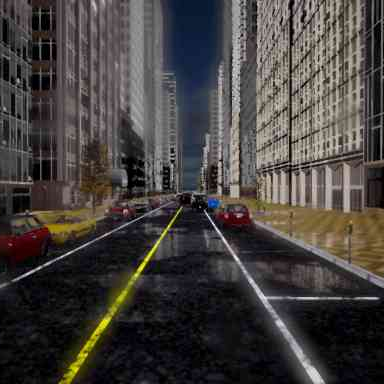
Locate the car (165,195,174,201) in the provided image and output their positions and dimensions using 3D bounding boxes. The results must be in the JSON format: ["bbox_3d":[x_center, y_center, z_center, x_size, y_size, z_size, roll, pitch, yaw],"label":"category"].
[{"bbox_3d":[-5.697,1.536,83.496,2.008,1.369,4.403,-1,0,0],"label":"car"}]

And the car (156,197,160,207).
[{"bbox_3d":[-5.697,1.558,43.711,1.947,1.339,4.313,-1,0,0],"label":"car"}]

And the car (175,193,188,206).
[{"bbox_3d":[-0.135,1.185,55.445,2.150,2.045,5.566,-2,-1,24],"label":"car"}]

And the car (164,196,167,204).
[{"bbox_3d":[-5.698,1.541,55.078,2.008,1.369,4.403,-1,0,0],"label":"car"}]

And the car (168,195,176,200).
[{"bbox_3d":[-5.697,1.565,94.863,1.802,1.307,4.206,-1,0,0],"label":"car"}]

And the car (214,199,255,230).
[{"bbox_3d":[2.682,1.436,20.977,1.967,1.590,4.097,-1,0,0],"label":"car"}]

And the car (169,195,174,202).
[{"bbox_3d":[-5.698,1.538,72.129,2.008,1.369,4.403,-1,0,0],"label":"car"}]

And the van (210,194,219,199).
[{"bbox_3d":[2.681,1.333,43.711,1.690,1.788,3.998,-1,0,0],"label":"van"}]

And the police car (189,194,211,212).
[{"bbox_3d":[0.900,1.418,39.167,1.930,1.638,5.238,0,0,0],"label":"police car"}]

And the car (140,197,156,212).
[{"bbox_3d":[-5.698,1.544,38.027,2.008,1.369,4.403,-1,0,0],"label":"car"}]

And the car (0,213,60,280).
[{"bbox_3d":[-5.699,1.437,9.609,1.967,1.590,4.097,-1,0,0],"label":"car"}]

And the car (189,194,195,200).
[{"bbox_3d":[0.000,1.398,90.067,1.812,1.442,4.674,0,0,0],"label":"car"}]

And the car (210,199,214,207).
[{"bbox_3d":[2.683,1.520,26.830,1.752,1.417,4.829,-1,0,0],"label":"car"}]

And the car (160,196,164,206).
[{"bbox_3d":[-5.697,1.536,49.395,1.887,1.381,4.507,-1,0,0],"label":"car"}]

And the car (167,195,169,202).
[{"bbox_3d":[-5.697,1.571,60.762,1.802,1.307,4.206,-1,0,0],"label":"car"}]

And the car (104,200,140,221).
[{"bbox_3d":[-5.699,1.435,26.660,1.967,1.590,4.097,-1,0,0],"label":"car"}]

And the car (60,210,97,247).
[{"bbox_3d":[-5.698,1.522,15.123,1.752,1.417,4.829,-1,0,0],"label":"car"}]

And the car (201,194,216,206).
[{"bbox_3d":[2.681,1.305,55.078,2.192,1.841,5.009,-1,0,0],"label":"car"}]

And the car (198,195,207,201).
[{"bbox_3d":[2.683,1.536,83.496,2.008,1.369,4.403,-1,0,0],"label":"car"}]

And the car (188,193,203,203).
[{"bbox_3d":[0.901,1.195,49.088,2.150,2.045,5.566,0,0,0],"label":"car"}]

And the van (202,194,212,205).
[{"bbox_3d":[2.681,1.331,60.762,1.690,1.788,3.998,-1,0,0],"label":"van"}]
